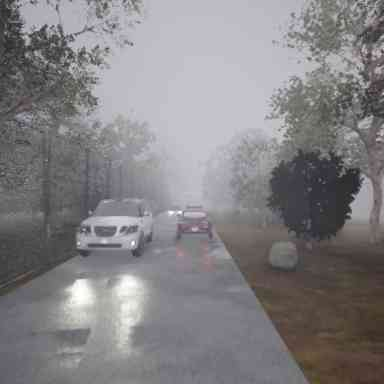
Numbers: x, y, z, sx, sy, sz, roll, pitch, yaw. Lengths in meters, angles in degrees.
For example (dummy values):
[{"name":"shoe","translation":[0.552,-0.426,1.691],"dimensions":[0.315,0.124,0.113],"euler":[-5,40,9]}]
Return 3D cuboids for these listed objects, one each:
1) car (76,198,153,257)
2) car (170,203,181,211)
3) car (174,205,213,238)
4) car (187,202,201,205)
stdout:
[{"name":"car","translation":[-2.870,1.284,13.616],"dimensions":[2.150,2.045,5.566],"euler":[0,-1,0]},{"name":"car","translation":[-2.567,2.422,54.178],"dimensions":[1.895,1.301,4.718],"euler":[0,-2,1]},{"name":"car","translation":[0.138,1.639,18.287],"dimensions":[1.812,1.442,4.674],"euler":[0,-1,0]},{"name":"car","translation":[0.220,1.869,36.478],"dimensions":[1.882,1.535,5.008],"euler":[0,-1,0]}]
